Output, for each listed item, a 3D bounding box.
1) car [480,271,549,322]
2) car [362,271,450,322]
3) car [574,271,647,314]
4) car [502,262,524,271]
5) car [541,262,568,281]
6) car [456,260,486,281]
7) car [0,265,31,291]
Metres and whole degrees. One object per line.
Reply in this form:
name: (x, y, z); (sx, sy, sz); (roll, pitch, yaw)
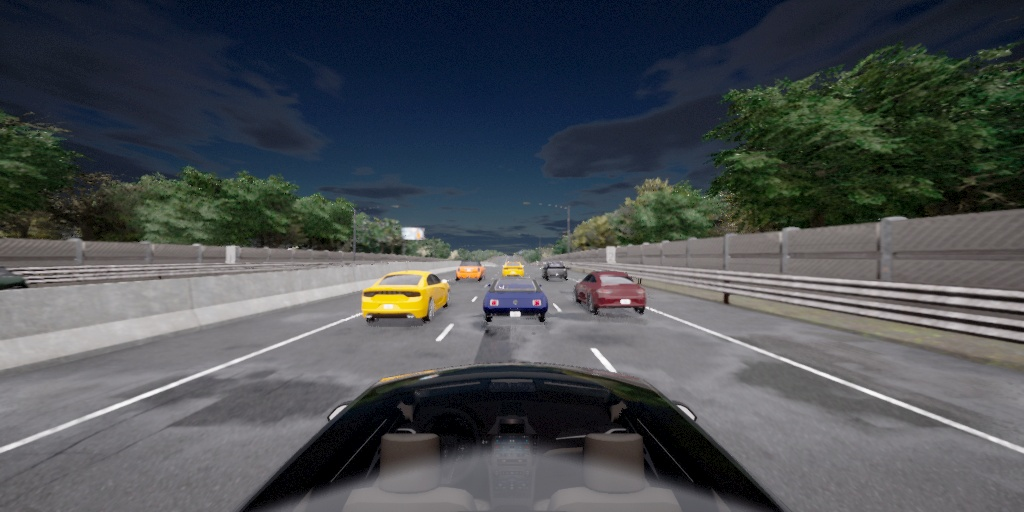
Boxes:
car: (0.101, 1.362, 12.406); (1.895, 1.301, 4.718); (0, 0, 0)
car: (-3.387, 1.238, 12.328); (1.882, 1.535, 5.008); (0, 0, 0)
car: (3.602, 1.288, 13.674); (1.812, 1.442, 4.674); (0, 0, 0)
car: (0.105, 1.278, 33.415); (1.882, 1.535, 5.008); (0, 0, 0)
car: (3.604, 1.282, 30.931); (2.128, 1.511, 4.902); (0, 0, 0)
car: (-3.395, 1.141, 30.299); (2.097, 1.767, 4.553); (0, 0, 0)
car: (-21.098, 1.113, 12.911); (2.097, 1.767, 4.553); (0, 0, 0)
